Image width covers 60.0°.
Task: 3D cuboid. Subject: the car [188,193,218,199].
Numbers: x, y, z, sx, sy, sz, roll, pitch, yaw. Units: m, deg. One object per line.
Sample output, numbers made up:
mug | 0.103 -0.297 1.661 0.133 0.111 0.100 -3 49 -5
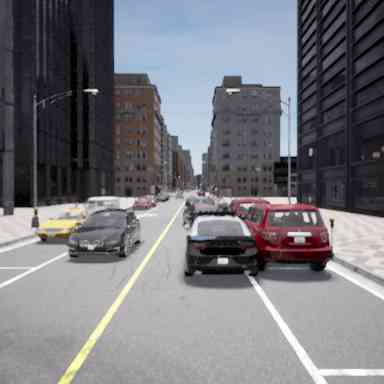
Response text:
car | 0.947 1.213 26.109 2.097 1.767 4.553 0 0 0

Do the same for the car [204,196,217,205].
car | 2.761 1.282 50.150 1.802 1.307 4.206 0 0 0

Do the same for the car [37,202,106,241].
car | -5.831 1.445 16.179 1.752 1.417 4.829 0 0 0

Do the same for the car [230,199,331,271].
car | 2.685 1.262 10.671 2.192 1.841 5.009 0 0 0

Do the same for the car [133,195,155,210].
car | -5.787 1.362 38.910 1.802 1.307 4.206 0 0 0

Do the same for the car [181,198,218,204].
car | 0.576 1.375 20.048 1.882 1.535 5.008 0 0 -8

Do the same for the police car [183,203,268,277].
police car | 0.775 1.371 10.266 1.930 1.638 5.238 -1 1 1

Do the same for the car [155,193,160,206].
car | -5.776 1.181 44.550 1.967 1.590 4.097 0 0 0

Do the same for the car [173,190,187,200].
car | -2.856 0.876 77.174 2.097 1.767 4.553 0 1 0

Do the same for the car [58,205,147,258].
car | -3.078 1.443 12.561 1.837 1.490 4.892 0 0 0

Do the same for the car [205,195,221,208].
car | 2.750 1.180 44.509 1.967 1.590 4.097 0 0 0

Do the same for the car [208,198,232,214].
car | 2.728 1.367 33.232 2.008 1.369 4.403 0 0 0

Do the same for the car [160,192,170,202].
car | -5.744 1.187 61.470 1.947 1.339 4.313 0 0 0

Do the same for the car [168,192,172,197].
car | -5.733 0.897 67.108 2.192 1.841 5.009 0 0 0

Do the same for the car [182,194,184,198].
car | 0.103 1.285 47.241 1.994 1.385 4.181 0 0 2

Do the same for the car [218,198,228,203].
car | 2.695 1.232 16.311 2.192 1.841 5.009 0 0 0

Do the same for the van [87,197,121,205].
van | -5.820 1.229 21.990 1.690 1.788 3.998 0 0 0
